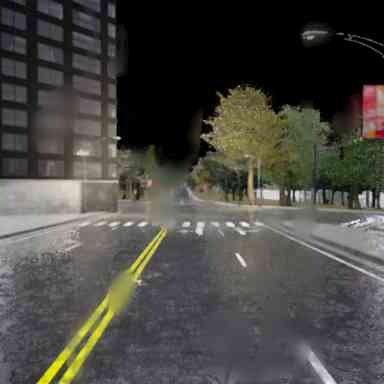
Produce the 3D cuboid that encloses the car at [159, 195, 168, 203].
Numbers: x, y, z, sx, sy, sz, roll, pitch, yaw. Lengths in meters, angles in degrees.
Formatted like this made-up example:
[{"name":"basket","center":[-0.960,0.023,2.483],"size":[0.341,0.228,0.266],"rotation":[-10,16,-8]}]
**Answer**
[{"name":"car","center":[-7.575,1.899,89.902],"size":[2.150,2.045,5.566],"rotation":[0,-1,-2]}]
